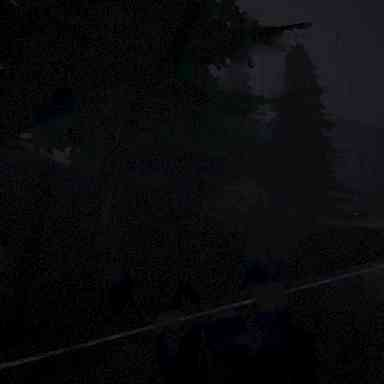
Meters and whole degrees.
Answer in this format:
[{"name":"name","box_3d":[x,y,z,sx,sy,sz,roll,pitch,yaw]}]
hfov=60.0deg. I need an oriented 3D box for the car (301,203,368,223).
[{"name":"car","box_3d":[10.907,1.509,25.376,1.812,1.442,4.674,0,0,-35]}]
